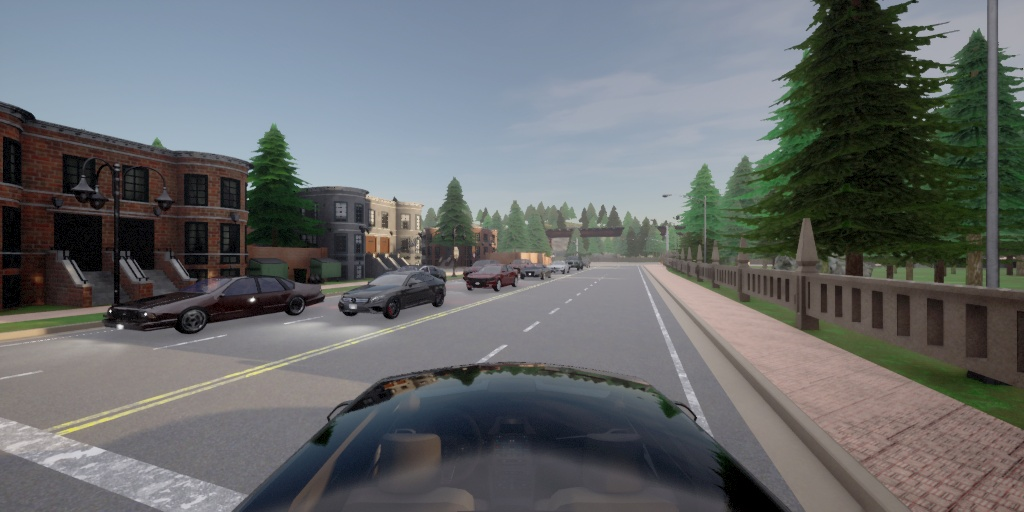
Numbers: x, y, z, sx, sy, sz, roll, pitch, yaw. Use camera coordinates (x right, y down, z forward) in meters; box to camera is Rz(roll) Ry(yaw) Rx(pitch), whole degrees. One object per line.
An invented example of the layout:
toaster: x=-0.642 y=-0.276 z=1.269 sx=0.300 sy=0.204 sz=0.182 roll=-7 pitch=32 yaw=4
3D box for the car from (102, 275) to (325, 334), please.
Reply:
car: x=-8.475 y=1.297 z=11.052 sx=2.033 sy=1.411 sz=5.357 roll=0 pitch=0 yaw=19

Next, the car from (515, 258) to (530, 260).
car: x=0.949 y=1.102 z=38.802 sx=2.097 sy=1.767 sz=4.553 roll=0 pitch=0 yaw=19

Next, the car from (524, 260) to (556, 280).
car: x=2.147 y=1.314 z=31.414 sx=1.994 sy=1.385 sz=4.181 roll=0 pitch=0 yaw=20

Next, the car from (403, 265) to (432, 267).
car: x=-5.430 y=1.242 z=20.028 sx=2.128 sy=1.511 sz=4.902 roll=0 pitch=0 yaw=18

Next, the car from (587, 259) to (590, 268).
car: x=12.215 y=1.255 z=61.012 sx=1.837 sy=1.490 sz=4.892 roll=0 pitch=0 yaw=19

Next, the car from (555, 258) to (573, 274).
car: x=5.382 y=1.276 z=40.966 sx=1.812 sy=1.442 sz=4.674 roll=0 pitch=0 yaw=19

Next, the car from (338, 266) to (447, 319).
car: x=-4.081 y=1.276 z=13.099 sx=1.812 sy=1.442 sz=4.674 roll=0 pitch=0 yaw=19

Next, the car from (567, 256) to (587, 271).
car: x=8.742 y=0.972 z=50.841 sx=2.150 sy=2.045 sz=5.566 roll=0 pitch=0 yaw=19

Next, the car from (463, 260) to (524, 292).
car: x=-1.081 y=1.228 z=21.932 sx=1.882 sy=1.535 sz=5.008 roll=0 pitch=0 yaw=19
